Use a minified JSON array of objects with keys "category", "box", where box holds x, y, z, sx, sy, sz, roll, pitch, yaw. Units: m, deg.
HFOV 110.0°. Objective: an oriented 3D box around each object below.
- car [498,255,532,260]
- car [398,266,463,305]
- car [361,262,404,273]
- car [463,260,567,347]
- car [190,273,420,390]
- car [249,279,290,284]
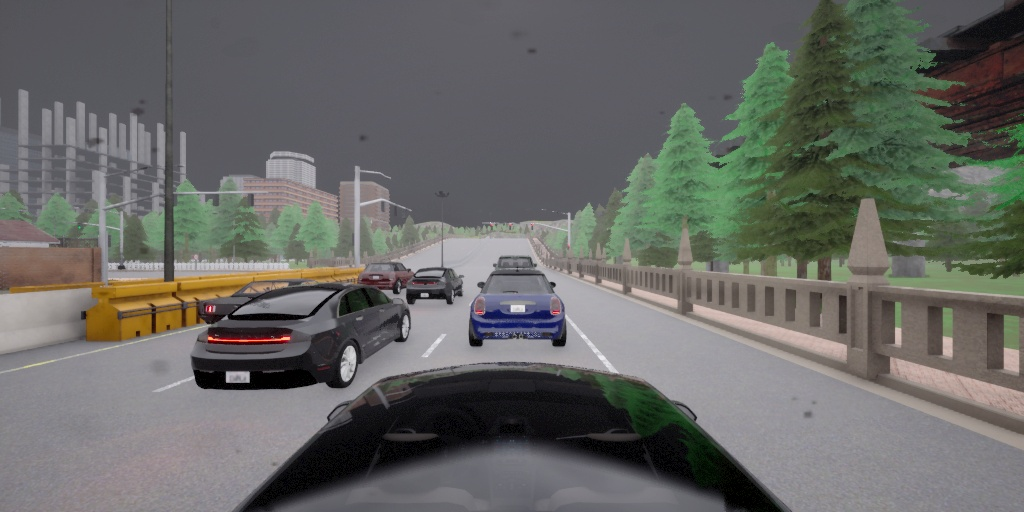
[{"category":"car","box":[0.162,0.972,18.996,2.150,2.045,5.566,0,0,0]},{"category":"car","box":[-3.348,1.255,16.187,1.837,1.490,4.892,0,0,0]},{"category":"car","box":[-6.881,1.102,20.175,2.097,1.767,4.553,0,0,-1]},{"category":"car","box":[0.125,1.102,9.506,2.097,1.767,4.553,0,0,0]},{"category":"car","box":[-3.383,1.255,6.866,1.837,1.490,4.892,0,0,0]},{"category":"car","box":[-6.865,1.351,11.182,1.895,1.301,4.718,0,0,0]}]
